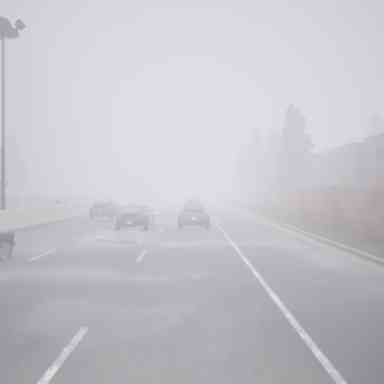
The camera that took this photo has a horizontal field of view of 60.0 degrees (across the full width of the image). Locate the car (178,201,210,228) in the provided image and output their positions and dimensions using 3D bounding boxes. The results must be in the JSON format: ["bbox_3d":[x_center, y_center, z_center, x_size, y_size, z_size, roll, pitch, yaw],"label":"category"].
[{"bbox_3d":[0.097,1.516,21.646,1.994,1.385,4.181,0,0,0],"label":"car"}]

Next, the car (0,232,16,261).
[{"bbox_3d":[-6.902,1.580,9.176,1.895,1.301,4.718,0,0,0],"label":"car"}]

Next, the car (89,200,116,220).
[{"bbox_3d":[-6.903,1.431,27.101,2.128,1.511,4.902,0,0,0],"label":"car"}]

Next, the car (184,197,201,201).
[{"bbox_3d":[0.094,1.412,41.571,1.837,1.490,4.892,0,0,0],"label":"car"}]

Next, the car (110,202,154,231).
[{"bbox_3d":[-3.417,1.480,20.353,1.812,1.442,4.674,0,0,0],"label":"car"}]

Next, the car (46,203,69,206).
[{"bbox_3d":[-14.011,1.523,35.279,1.895,1.301,4.718,0,0,0],"label":"car"}]
